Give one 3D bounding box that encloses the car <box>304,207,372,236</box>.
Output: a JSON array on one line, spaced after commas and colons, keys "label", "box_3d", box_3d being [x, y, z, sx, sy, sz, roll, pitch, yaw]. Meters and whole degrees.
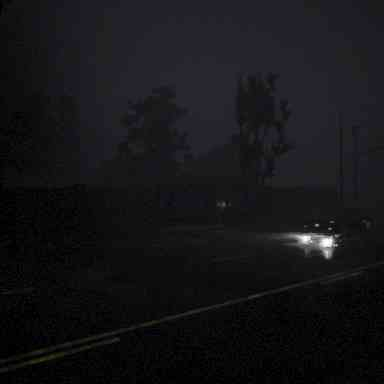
[{"label": "car", "box_3d": [8.076, 1.512, 18.332, 4.181, 1.385, 1.994, 0, 0, -35]}]
